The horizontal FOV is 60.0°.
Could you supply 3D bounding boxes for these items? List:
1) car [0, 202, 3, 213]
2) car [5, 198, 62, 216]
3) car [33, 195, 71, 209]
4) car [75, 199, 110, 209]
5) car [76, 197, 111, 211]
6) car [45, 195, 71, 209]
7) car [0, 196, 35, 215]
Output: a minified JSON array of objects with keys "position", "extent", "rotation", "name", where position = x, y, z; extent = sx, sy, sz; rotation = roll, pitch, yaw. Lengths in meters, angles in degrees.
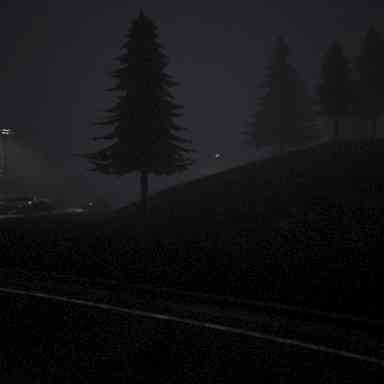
[{"position":[-24.146,1.863,37.502],"extent":[1.895,1.301,4.718],"rotation":[0,0,23],"name":"car"},{"position":[-17.110,1.701,36.129],"extent":[2.128,1.511,4.902],"rotation":[0,0,23],"name":"car"},{"position":[-21.721,1.505,51.837],"extent":[2.150,2.045,5.566],"rotation":[0,0,24],"name":"car"},{"position":[-14.877,1.777,50.006],"extent":[2.033,1.411,5.357],"rotation":[0,0,24],"name":"car"},{"position":[-13.102,1.558,45.330],"extent":[2.097,1.767,4.553],"rotation":[0,0,24],"name":"car"},{"position":[-19.642,1.609,47.843],"extent":[2.097,1.767,4.553],"rotation":[0,0,24],"name":"car"},{"position":[-20.226,1.452,37.753],"extent":[2.150,2.045,5.566],"rotation":[0,1,24],"name":"car"}]
